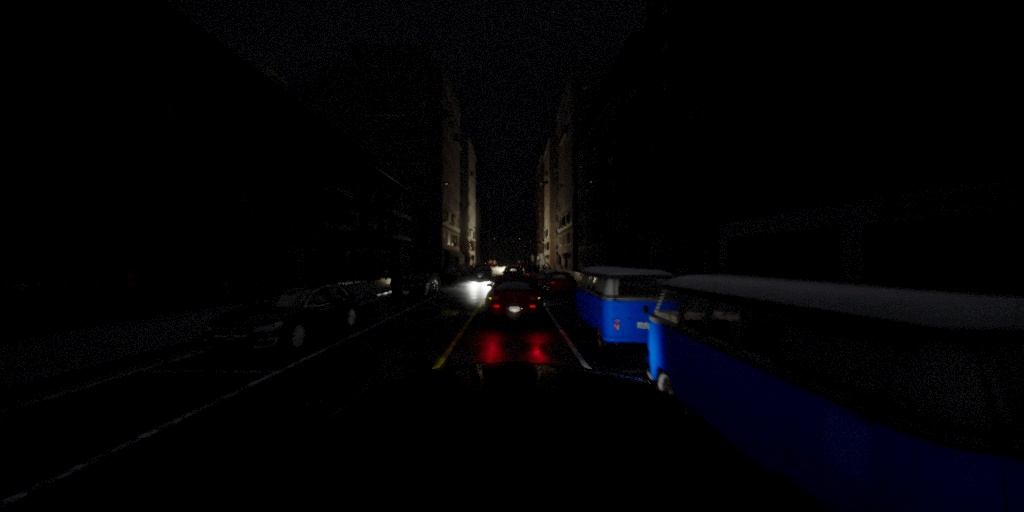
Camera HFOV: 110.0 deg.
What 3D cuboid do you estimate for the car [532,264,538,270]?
[{"bbox_3d":[2.636,1.522,26.242,1.751,1.417,4.829,0,0,0],"label":"car"}]

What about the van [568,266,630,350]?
[{"bbox_3d":[2.637,1.165,9.027,1.690,1.789,3.998,0,0,0],"label":"van"}]

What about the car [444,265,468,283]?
[{"bbox_3d":[-5.389,1.599,31.754,1.888,1.381,4.507,0,0,0],"label":"car"}]

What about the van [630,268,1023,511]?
[{"bbox_3d":[2.637,1.108,3.344,1.690,1.789,3.998,0,0,0],"label":"van"}]

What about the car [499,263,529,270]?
[{"bbox_3d":[0.094,1.582,29.812,2.033,1.411,5.357,0,-1,0],"label":"car"}]

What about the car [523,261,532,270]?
[{"bbox_3d":[2.747,1.765,50.165,1.812,1.442,4.674,0,-1,0],"label":"car"}]

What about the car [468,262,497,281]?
[{"bbox_3d":[-2.849,1.571,34.292,2.128,1.511,4.902,0,-1,0],"label":"car"}]

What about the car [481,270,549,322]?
[{"bbox_3d":[0.087,1.387,12.656,1.812,1.442,4.674,0,-1,0],"label":"car"}]

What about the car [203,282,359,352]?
[{"bbox_3d":[-5.388,1.374,9.026,2.007,1.370,4.403,0,0,0],"label":"car"}]

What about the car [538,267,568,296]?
[{"bbox_3d":[2.636,1.522,20.390,1.802,1.307,4.207,0,0,0],"label":"car"}]

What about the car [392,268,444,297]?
[{"bbox_3d":[-5.389,1.505,20.389,1.948,1.339,4.313,0,0,0],"label":"car"}]
